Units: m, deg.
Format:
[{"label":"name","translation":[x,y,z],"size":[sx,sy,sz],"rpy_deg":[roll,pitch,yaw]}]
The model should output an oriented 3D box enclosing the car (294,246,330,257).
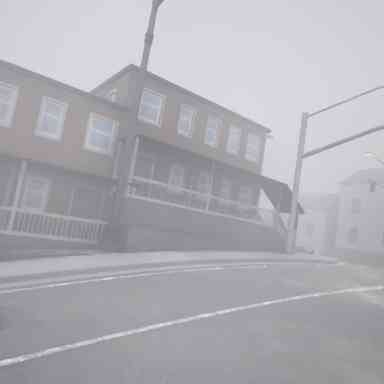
[{"label":"car","translation":[9.816,5.524,29.207],"size":[2.097,1.767,4.553],"rpy_deg":[13,-16,-34]}]
